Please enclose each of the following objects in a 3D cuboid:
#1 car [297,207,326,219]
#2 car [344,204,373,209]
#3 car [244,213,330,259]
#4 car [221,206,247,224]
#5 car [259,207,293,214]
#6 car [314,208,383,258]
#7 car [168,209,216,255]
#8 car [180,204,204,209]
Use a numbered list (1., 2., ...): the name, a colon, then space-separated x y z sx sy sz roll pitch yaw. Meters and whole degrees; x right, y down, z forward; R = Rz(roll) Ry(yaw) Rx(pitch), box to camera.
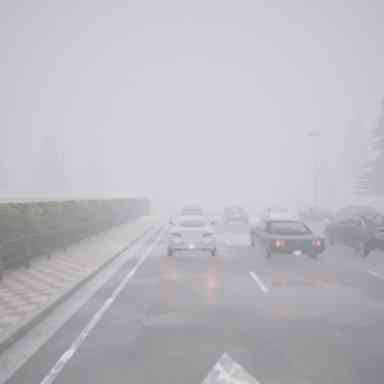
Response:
1. car: 10.497 1.910 28.240 1.895 1.301 4.718 0 -1 0
2. car: 14.000 1.819 28.495 1.837 1.490 4.892 0 0 0
3. car: 3.504 1.747 13.234 1.895 1.301 4.718 0 -1 0
4. car: 3.492 1.848 27.503 2.033 1.411 5.357 0 -1 0
5. car: 6.997 1.910 28.235 1.895 1.301 4.718 0 -1 0
6. car: 7.007 1.641 13.493 2.128 1.511 4.902 0 0 0
7. car: 0.009 1.678 13.879 1.812 1.442 4.674 0 0 0
8. car: 0.000 1.804 28.493 2.128 1.511 4.902 0 0 0
